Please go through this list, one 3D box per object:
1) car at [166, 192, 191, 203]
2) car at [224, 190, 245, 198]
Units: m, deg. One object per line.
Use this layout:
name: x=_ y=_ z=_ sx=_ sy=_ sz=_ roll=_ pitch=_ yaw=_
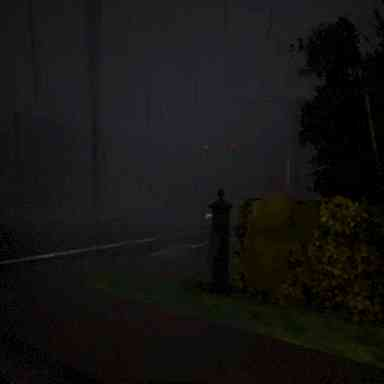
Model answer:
car: x=-1.881 y=0.803 z=48.547 sx=1.812 sy=1.442 sz=4.674 roll=1 pitch=2 yaw=35
car: x=8.072 y=0.381 z=62.624 sx=2.033 sy=1.411 sz=5.357 roll=1 pitch=2 yaw=36
